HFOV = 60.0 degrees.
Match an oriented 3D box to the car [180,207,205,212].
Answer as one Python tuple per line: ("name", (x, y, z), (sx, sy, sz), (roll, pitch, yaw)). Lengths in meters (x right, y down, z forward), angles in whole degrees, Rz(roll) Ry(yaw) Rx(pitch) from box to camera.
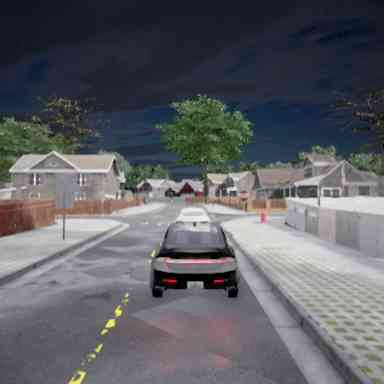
("car", (0.024, 1.548, 17.755), (1.812, 1.442, 4.674), (0, 0, 0))

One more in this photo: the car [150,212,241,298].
("car", (0.070, 1.496, 8.521), (2.128, 1.511, 4.902), (0, 0, 0))
